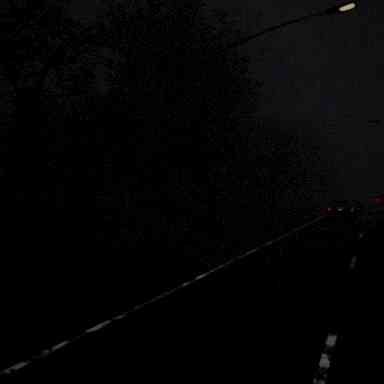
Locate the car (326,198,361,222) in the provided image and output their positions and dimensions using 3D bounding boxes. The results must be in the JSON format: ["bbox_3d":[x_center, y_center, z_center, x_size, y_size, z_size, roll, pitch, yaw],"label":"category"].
[{"bbox_3d":[12.263,1.370,27.068,2.097,1.767,4.553,0,0,29],"label":"car"}]

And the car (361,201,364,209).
[{"bbox_3d":[21.798,1.528,44.518,1.837,1.490,4.892,0,0,29],"label":"car"}]

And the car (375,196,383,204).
[{"bbox_3d":[36.576,1.535,64.468,1.812,1.442,4.674,0,0,29],"label":"car"}]

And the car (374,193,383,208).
[{"bbox_3d":[28.245,1.228,49.018,2.150,2.045,5.566,0,0,29],"label":"car"}]
